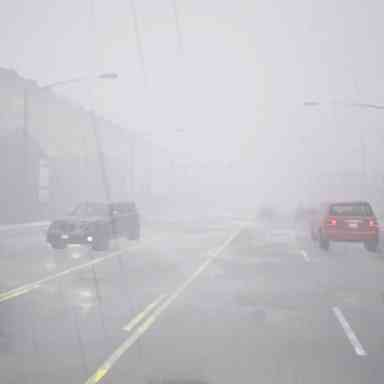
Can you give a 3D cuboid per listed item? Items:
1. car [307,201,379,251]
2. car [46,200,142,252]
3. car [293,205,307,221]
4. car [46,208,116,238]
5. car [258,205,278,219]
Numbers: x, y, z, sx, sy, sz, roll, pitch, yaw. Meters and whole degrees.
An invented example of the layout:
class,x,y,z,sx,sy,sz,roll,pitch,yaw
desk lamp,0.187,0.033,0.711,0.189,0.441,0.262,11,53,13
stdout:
class,x,y,z,sx,sy,sz,roll,pitch,yaw
car,6.915,1.460,15.560,2.150,2.045,5.566,0,-1,14
car,-4.157,1.404,15.255,2.150,2.045,5.566,0,-1,13
car,10.865,1.957,32.016,1.882,1.535,5.008,0,-1,14
car,-6.544,1.756,20.250,1.812,1.442,4.674,0,-1,13
car,7.881,2.044,34.587,2.033,1.411,5.357,0,-1,13
